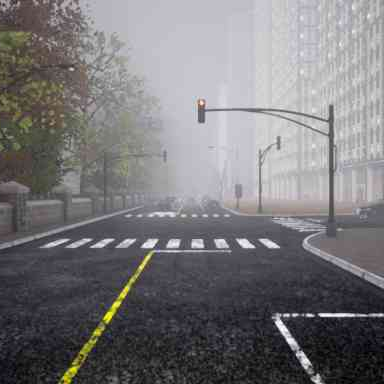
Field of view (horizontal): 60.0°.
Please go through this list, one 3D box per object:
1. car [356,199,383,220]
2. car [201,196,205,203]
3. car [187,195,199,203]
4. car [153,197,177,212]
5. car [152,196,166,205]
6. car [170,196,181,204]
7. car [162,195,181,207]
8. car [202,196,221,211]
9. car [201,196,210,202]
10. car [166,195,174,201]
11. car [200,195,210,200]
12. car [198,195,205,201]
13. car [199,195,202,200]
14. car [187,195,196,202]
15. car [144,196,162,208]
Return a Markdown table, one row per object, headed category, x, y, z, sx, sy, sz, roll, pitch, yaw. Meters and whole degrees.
| category | x | y | z | sx | sy | sz | roll | pitch | yaw |
| --- | --- | --- | --- | --- | --- | --- | --- | --- | --- |
| car | 14.813 | 1.225 | 24.785 | 4.902 | 1.511 | 2.128 | -1 | 0 | 0 |
| car | 2.652 | 1.587 | 47.195 | 1.947 | 1.339 | 4.313 | 0 | 0 | 0 |
| car | -0.059 | 1.572 | 69.263 | 1.812 | 1.442 | 4.674 | 0 | 0 | 0 |
| car | -3.131 | 1.579 | 39.228 | 1.994 | 1.385 | 4.181 | 0 | 0 | 0 |
| car | -5.737 | 1.473 | 58.454 | 1.967 | 1.590 | 4.097 | 0 | 0 | 0 |
| car | -3.098 | 1.565 | 64.270 | 1.812 | 1.442 | 4.674 | 0 | 0 | 0 |
| car | -3.135 | 1.375 | 49.540 | 2.097 | 1.767 | 4.553 | 0 | 0 | 0 |
| car | 2.656 | 1.583 | 41.563 | 1.947 | 1.339 | 4.313 | 0 | 0 | 0 |
| car | 3.085 | 1.583 | 76.875 | 1.812 | 1.442 | 4.674 | 0 | 0 | 0 |
| car | -5.762 | 1.618 | 86.615 | 1.887 | 1.381 | 4.507 | 0 | 0 | 0 |
| car | 2.647 | 1.592 | 52.828 | 1.947 | 1.339 | 4.313 | 0 | 0 | 0 |
| car | 2.614 | 1.633 | 92.254 | 2.008 | 1.369 | 4.403 | 0 | 0 | 0 |
| car | 3.055 | 1.399 | 69.845 | 2.097 | 1.767 | 4.553 | 0 | 0 | 0 |
| car | -0.066 | 1.475 | 78.847 | 2.033 | 1.411 | 5.357 | 0 | 0 | 0 |
| car | -5.729 | 1.603 | 47.188 | 1.802 | 1.307 | 4.206 | 0 | 0 | 0 |
